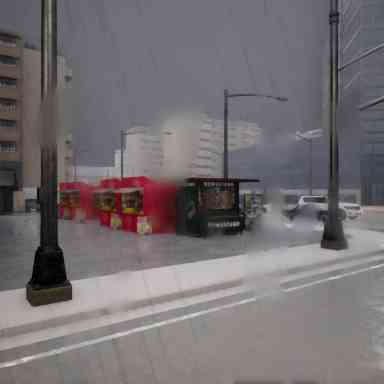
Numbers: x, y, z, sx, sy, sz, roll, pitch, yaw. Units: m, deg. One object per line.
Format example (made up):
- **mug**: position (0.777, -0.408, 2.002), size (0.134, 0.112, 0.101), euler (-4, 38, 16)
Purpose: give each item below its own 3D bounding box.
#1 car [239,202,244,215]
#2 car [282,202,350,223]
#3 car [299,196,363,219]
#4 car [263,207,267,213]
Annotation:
- **car**: position (3.994, 1.769, 34.494), size (2.033, 1.411, 5.357), euler (0, -1, -37)
- **car**: position (9.676, 1.707, 26.696), size (1.895, 1.301, 4.718), euler (0, -1, -37)
- **car**: position (12.005, 1.339, 29.426), size (2.150, 2.045, 5.566), euler (0, -1, -36)
- **car**: position (5.984, 1.789, 37.717), size (2.033, 1.411, 5.357), euler (0, -1, -36)
